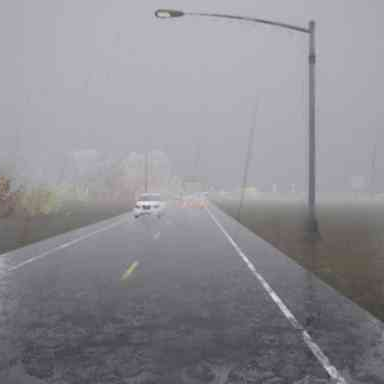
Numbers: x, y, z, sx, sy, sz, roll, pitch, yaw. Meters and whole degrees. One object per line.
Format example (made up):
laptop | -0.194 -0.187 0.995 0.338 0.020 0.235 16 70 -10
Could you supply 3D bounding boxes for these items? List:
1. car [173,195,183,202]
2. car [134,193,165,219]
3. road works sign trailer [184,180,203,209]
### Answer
car | -3.001 1.295 70.729 1.812 1.442 4.674 0 0 1
car | -3.514 1.136 28.472 2.150 2.045 5.566 0 0 0
road works sign trailer | 0.186 0.341 41.224 2.380 3.560 2.880 0 0 0
